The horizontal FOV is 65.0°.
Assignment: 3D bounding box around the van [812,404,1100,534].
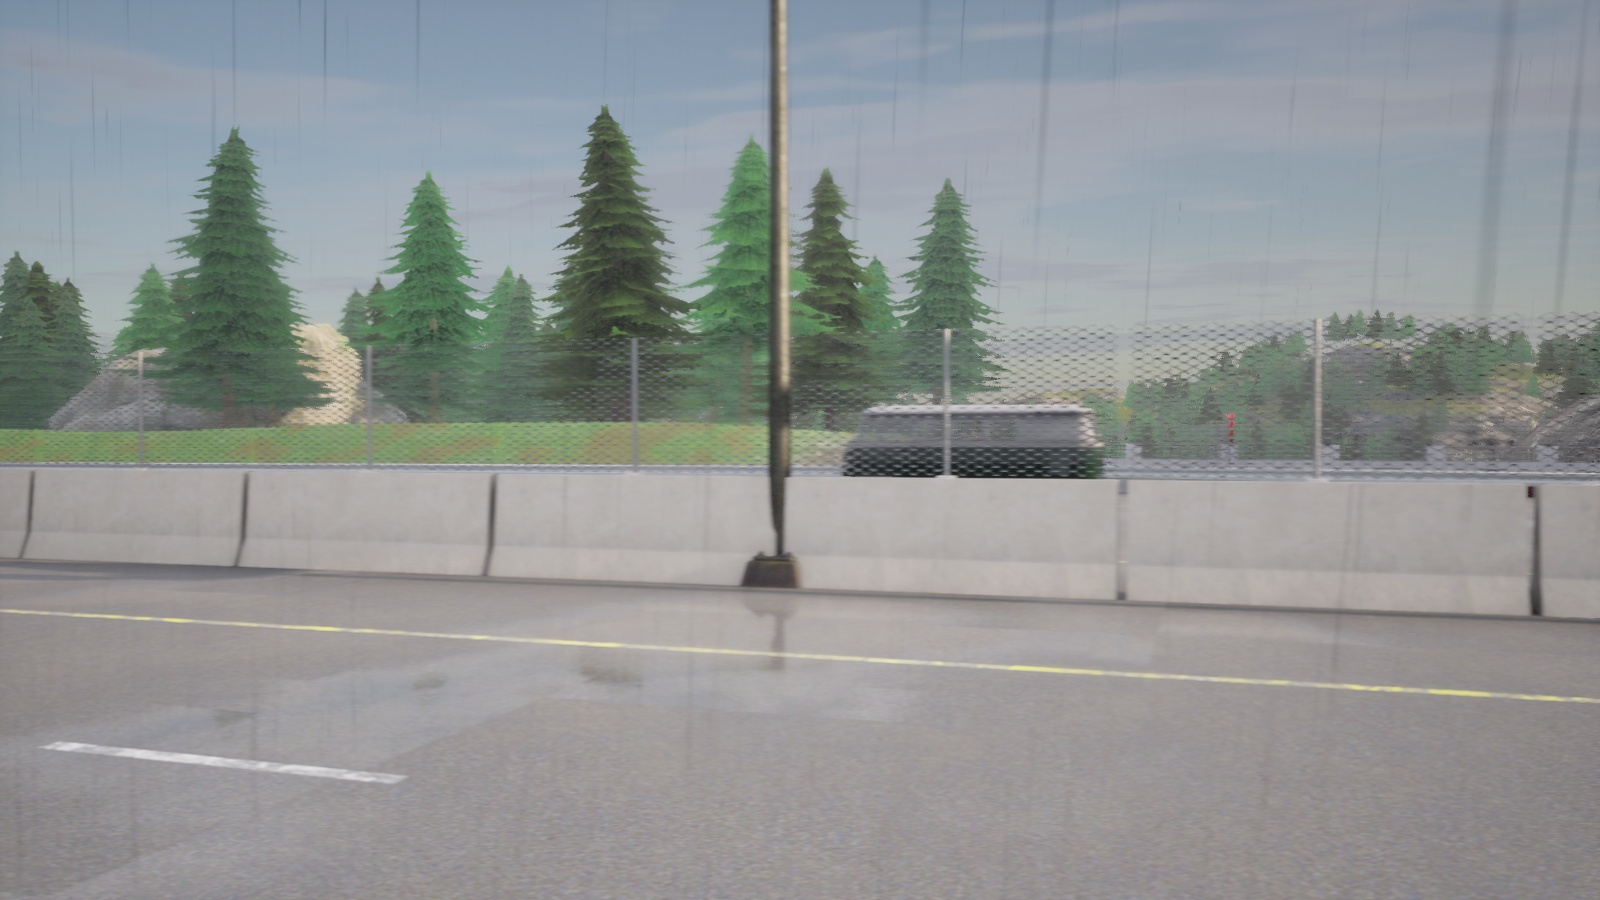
[{"bbox_3d":[2.596,0.256,20.778,4.442,1.987,1.775,1,1,19],"label":"van"}]
